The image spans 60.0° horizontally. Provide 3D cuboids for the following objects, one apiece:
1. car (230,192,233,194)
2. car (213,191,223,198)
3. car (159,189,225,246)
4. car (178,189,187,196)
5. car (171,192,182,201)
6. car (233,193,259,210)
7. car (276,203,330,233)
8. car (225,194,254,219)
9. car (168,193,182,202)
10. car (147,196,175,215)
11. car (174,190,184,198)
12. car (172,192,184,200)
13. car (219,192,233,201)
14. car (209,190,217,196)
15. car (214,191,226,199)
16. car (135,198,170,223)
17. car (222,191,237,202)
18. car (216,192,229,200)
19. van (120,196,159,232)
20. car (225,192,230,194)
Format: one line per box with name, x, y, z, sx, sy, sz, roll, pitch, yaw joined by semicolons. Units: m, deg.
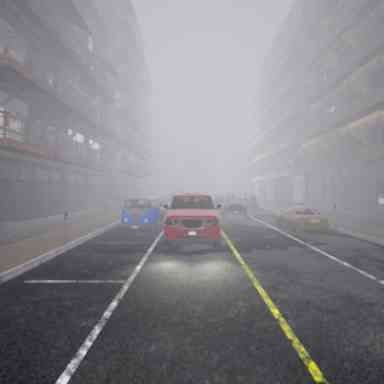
car;5.747;1.021;40.308;1.802;1.307;4.206;1;1;0
car;5.785;0.488;74.326;1.887;1.381;4.507;1;1;0
car;0.014;1.013;14.486;2.150;2.045;5.566;0;2;0
car;-2.571;-0.003;91.409;2.192;1.841;5.009;1;1;0
car;-2.614;0.712;57.220;1.752;1.417;4.829;1;1;0
car;5.741;0.960;34.634;1.967;1.590;4.097;1;1;0
car;5.720;1.283;17.794;1.752;1.417;4.829;1;1;0
car;3.072;1.142;25.312;2.128;1.511;4.902;0;1;0
car;-2.622;0.833;51.721;1.947;1.339;4.313;1;1;0
car;-2.647;1.143;29.037;2.008;1.369;4.403;1;1;0
car;-2.600;0.459;68.731;1.967;1.590;4.097;1;1;0
car;-2.608;0.653;63.061;2.008;1.369;4.403;1;1;0
car;5.765;0.738;57.316;1.887;1.381;4.507;1;1;0
car;5.805;0.235;91.336;1.887;1.381;4.507;1;1;0
car;5.778;0.578;68.656;2.008;1.369;4.403;1;1;0
car;-2.654;1.217;23.365;1.887;1.381;4.507;1;1;0
car;5.760;0.715;51.644;1.967;1.590;4.097;1;1;0
car;5.772;0.661;62.986;2.008;1.369;4.403;1;1;0
van;-2.658;1.093;17.692;1.690;1.788;3.998;1;1;0
car;3.089;1.008;39.798;1.994;1.385;4.181;0;1;1
